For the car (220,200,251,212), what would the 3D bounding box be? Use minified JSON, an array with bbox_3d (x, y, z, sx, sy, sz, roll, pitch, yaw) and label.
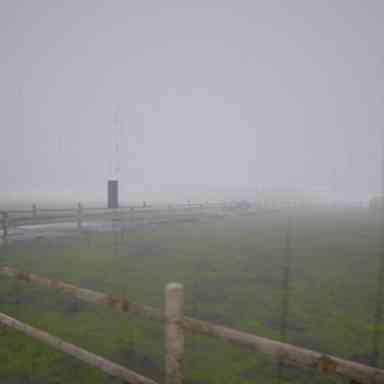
[{"bbox_3d":[5.666,1.779,42.260,2.033,1.411,5.357,1,0,36],"label":"car"}]
